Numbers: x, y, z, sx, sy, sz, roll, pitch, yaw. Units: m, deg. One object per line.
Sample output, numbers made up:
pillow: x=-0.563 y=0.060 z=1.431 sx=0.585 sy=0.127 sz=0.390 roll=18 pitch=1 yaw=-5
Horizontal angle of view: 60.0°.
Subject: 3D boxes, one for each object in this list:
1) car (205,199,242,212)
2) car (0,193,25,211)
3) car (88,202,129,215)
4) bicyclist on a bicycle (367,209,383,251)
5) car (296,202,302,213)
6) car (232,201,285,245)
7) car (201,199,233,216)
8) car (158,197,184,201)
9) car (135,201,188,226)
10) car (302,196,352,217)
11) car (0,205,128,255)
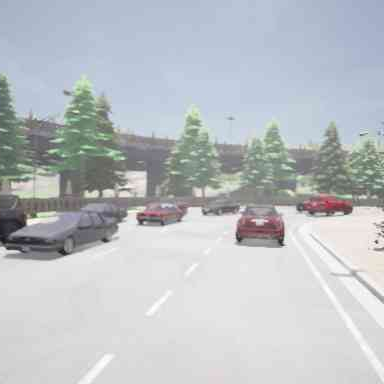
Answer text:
car: x=3.691 y=1.549 z=38.781 sx=4.181 sy=1.385 sz=1.994 roll=1 pitch=0 yaw=-44
car: x=-8.504 y=1.056 z=12.038 sx=2.150 sy=2.045 sz=5.566 roll=1 pitch=0 yaw=13
car: x=-6.063 y=1.403 z=21.992 sx=2.033 sy=1.411 sz=5.357 roll=1 pitch=0 yaw=15
bicyclist on a bicycle: x=7.340 y=1.400 z=12.275 sx=1.656 sy=1.620 sz=0.582 roll=1 pitch=0 yaw=12
car: x=14.081 y=1.638 z=37.939 sx=5.008 sy=1.535 sz=1.882 roll=1 pitch=0 yaw=-33
car: x=3.362 y=1.377 z=16.206 sx=2.097 sy=1.767 sz=4.553 roll=1 pitch=0 yaw=13
car: x=2.769 y=1.488 z=32.306 sx=1.837 sy=1.490 sz=4.892 roll=1 pitch=0 yaw=37
car: x=-2.277 y=1.253 z=30.726 sx=2.097 sy=1.767 sz=4.553 roll=1 pitch=0 yaw=31
car: x=-2.080 y=1.521 z=23.039 sx=1.895 sy=1.301 sz=4.718 roll=1 pitch=0 yaw=19
car: x=14.049 y=1.390 z=33.933 sx=5.566 sy=2.045 sz=2.150 roll=1 pitch=0 yaw=-37
car: x=-4.699 y=1.444 z=13.155 sx=2.033 sy=1.411 sz=5.357 roll=1 pitch=0 yaw=12
